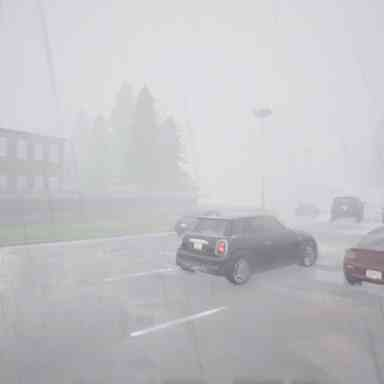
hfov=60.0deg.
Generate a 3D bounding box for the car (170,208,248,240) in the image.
[{"bbox_3d":[1.017,1.677,18.546,4.181,1.385,1.994,0,0,-43],"label":"car"}]

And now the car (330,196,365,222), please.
[{"bbox_3d":[12.697,1.334,27.146,2.150,2.045,5.566,0,0,29],"label":"car"}]

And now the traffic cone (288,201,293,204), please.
[{"bbox_3d":[20.460,2.292,69.209,0.340,0.580,0.340,0,0,-20],"label":"traffic cone"}]

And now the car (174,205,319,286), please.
[{"bbox_3d":[1.787,1.408,9.891,4.553,1.767,2.097,0,-1,-40],"label":"car"}]

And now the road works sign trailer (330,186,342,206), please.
[{"bbox_3d":[25.545,0.717,59.355,2.380,3.560,2.880,0,0,-20],"label":"road works sign trailer"}]

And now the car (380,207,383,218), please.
[{"bbox_3d":[15.780,1.616,25.855,1.812,1.442,4.674,0,0,29],"label":"car"}]

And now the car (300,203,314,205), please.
[{"bbox_3d":[11.249,1.716,32.507,1.994,1.385,4.181,0,0,23],"label":"car"}]

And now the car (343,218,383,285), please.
[{"bbox_3d":[5.527,1.555,8.451,4.674,1.442,1.812,0,0,-41],"label":"car"}]
